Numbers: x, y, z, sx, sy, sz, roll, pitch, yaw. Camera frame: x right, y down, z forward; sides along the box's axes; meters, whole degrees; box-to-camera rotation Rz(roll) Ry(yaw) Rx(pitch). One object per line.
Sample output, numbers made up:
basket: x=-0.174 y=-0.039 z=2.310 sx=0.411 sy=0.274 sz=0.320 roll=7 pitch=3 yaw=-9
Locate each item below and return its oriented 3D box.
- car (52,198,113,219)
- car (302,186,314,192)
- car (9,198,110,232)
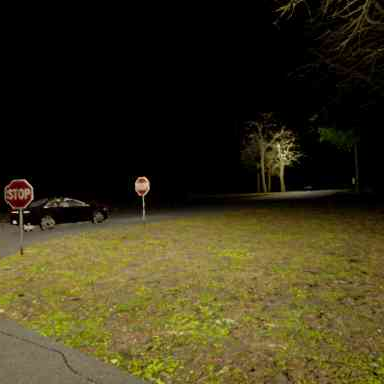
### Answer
car: x=-8.548 y=1.284 z=26.267 sx=1.994 sy=1.385 sz=4.181 roll=-3 pitch=0 yaw=34
car: x=27.781 y=-0.677 z=79.801 sx=1.895 sy=1.301 sz=4.718 roll=-3 pitch=1 yaw=34
car: x=-6.526 y=1.045 z=16.778 sx=2.128 sy=1.511 sz=4.902 roll=-3 pitch=0 yaw=34
